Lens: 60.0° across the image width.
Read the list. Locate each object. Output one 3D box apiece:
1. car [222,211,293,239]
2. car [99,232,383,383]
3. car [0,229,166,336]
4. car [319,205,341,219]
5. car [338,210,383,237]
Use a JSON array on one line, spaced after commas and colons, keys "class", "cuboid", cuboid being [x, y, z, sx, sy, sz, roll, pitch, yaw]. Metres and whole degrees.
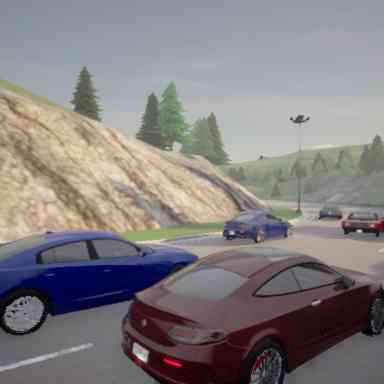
[{"class": "car", "cuboid": [3.371, 1.701, 16.781, 1.812, 1.442, 4.674, 0, -1, 42]}, {"class": "car", "cuboid": [1.223, 1.580, 5.045, 4.674, 1.442, 1.812, 1, -1, -39]}, {"class": "car", "cuboid": [-2.078, 1.518, 6.842, 5.008, 1.535, 1.882, 1, 0, -38]}, {"class": "car", "cuboid": [13.730, 1.972, 32.952, 1.994, 1.385, 4.181, 0, 0, 25]}, {"class": "car", "cuboid": [10.463, 1.867, 20.005, 1.895, 1.301, 4.718, 0, -1, 36]}]
